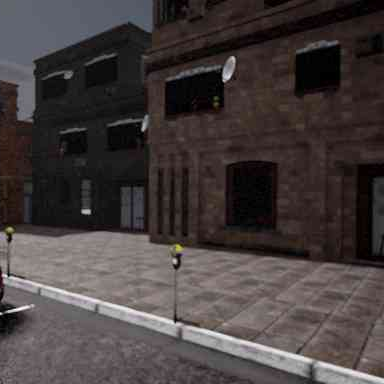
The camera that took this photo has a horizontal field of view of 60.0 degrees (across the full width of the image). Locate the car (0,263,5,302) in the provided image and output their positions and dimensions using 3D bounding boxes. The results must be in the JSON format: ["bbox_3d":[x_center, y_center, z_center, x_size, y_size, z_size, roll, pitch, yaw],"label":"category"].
[{"bbox_3d":[-5.751,1.520,6.959,4.097,1.590,1.967,-1,1,36],"label":"car"}]
